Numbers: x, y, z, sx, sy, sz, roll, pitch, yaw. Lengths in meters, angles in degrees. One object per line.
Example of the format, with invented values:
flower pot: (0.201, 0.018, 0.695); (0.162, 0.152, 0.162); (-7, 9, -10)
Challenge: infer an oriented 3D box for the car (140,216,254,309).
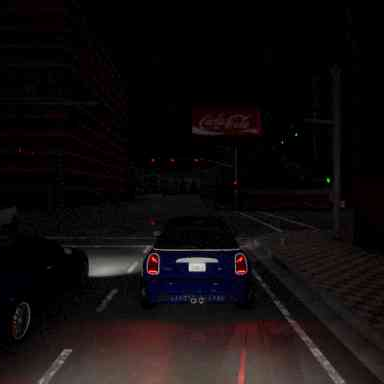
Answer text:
car: (0.089, 1.352, 8.018); (2.097, 1.767, 4.553); (0, 0, 0)

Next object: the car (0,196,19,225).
car: (-10.643, 1.221, 17.011); (2.150, 2.045, 5.566); (1, 0, -12)

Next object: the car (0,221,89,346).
car: (-3.418, 1.526, 6.224); (1.812, 1.442, 4.674); (0, 0, 0)
